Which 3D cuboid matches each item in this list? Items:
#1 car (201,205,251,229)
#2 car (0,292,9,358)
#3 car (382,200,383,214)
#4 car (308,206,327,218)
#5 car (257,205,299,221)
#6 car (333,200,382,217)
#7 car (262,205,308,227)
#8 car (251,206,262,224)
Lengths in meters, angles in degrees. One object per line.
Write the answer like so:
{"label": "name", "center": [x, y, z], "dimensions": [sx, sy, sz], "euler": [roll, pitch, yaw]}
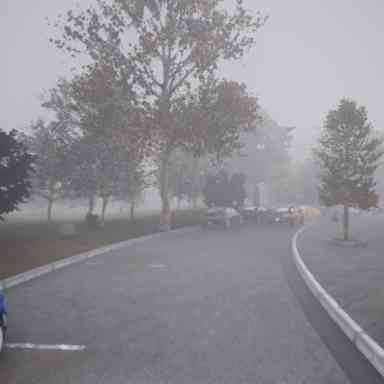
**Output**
{"label": "car", "center": [2.270, 1.819, 24.336], "dimensions": [2.231, 1.521, 4.892], "euler": [-2, -2, 27]}
{"label": "car", "center": [-3.425, 1.498, 2.541], "dimensions": [2.097, 1.535, 5.008], "euler": [0, -1, 0]}
{"label": "car", "center": [27.409, 2.197, 46.691], "dimensions": [5.566, 2.045, 2.435], "euler": [0, -4, -23]}
{"label": "car", "center": [12.812, 2.262, 37.758], "dimensions": [5.008, 1.535, 2.097], "euler": [1, -4, -42]}
{"label": "car", "center": [8.859, 2.103, 33.802], "dimensions": [2.231, 1.521, 4.892], "euler": [-4, -4, 39]}
{"label": "car", "center": [18.986, 1.851, 37.976], "dimensions": [5.566, 2.045, 2.150], "euler": [1, -4, -37]}
{"label": "car", "center": [7.108, 1.787, 25.103], "dimensions": [1.812, 1.442, 4.674], "euler": [-3, -3, 31]}
{"label": "car", "center": [5.513, 1.947, 29.216], "dimensions": [2.097, 1.535, 5.008], "euler": [-3, -4, 34]}
